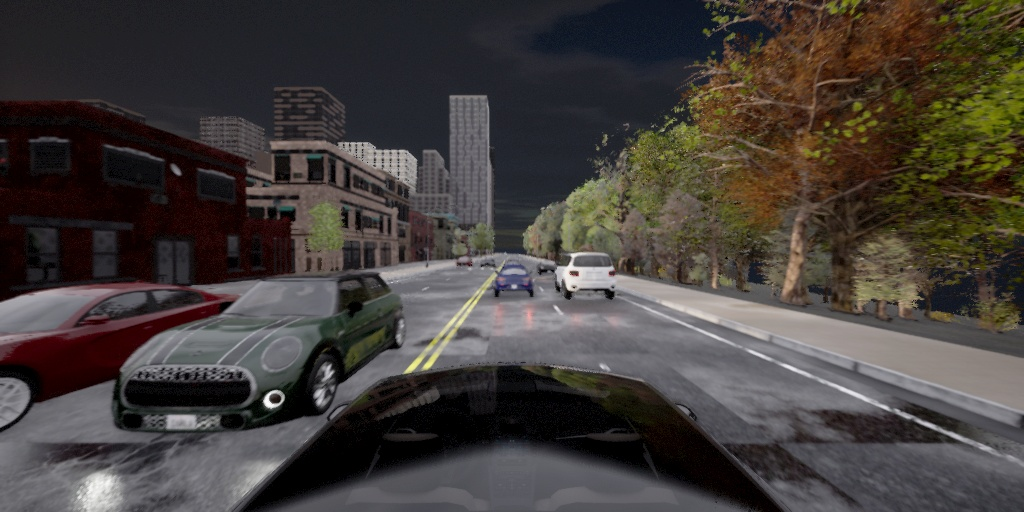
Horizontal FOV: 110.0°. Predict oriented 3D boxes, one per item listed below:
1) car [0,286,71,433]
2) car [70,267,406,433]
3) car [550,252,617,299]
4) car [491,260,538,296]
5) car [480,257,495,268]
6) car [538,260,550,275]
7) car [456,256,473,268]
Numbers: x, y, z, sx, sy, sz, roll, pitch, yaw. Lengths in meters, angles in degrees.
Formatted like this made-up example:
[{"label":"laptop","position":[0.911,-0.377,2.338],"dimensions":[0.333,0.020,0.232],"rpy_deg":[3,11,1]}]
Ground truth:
[{"label":"car","position":[-6.588,1.195,5.551],"dimensions":[1.882,1.535,5.008],"rpy_deg":[0,0,0]},{"label":"car","position":[-3.338,1.066,5.866],"dimensions":[2.097,1.767,4.553],"rpy_deg":[0,1,0]},{"label":"car","position":[3.355,0.839,17.285],"dimensions":[2.150,2.045,5.566],"rpy_deg":[0,1,0]},{"label":"car","position":[0.103,1.136,17.914],"dimensions":[1.812,1.442,4.674],"rpy_deg":[0,1,0]},{"label":"car","position":[-3.304,0.891,49.906],"dimensions":[1.994,1.385,4.181],"rpy_deg":[0,1,1]},{"label":"car","position":[3.323,1.068,34.181],"dimensions":[1.895,1.301,4.718],"rpy_deg":[0,1,0]},{"label":"car","position":[-6.552,0.805,49.912],"dimensions":[1.882,1.535,5.008],"rpy_deg":[0,1,1]}]
